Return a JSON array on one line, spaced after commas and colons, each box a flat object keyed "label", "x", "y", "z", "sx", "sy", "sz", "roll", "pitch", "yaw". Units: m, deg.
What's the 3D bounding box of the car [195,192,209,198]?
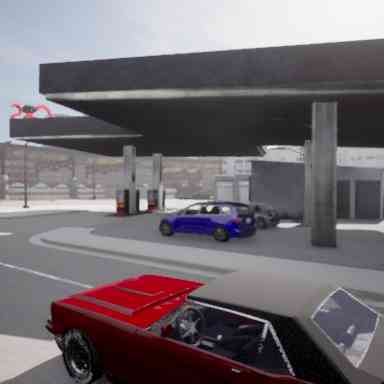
[{"label": "car", "x": 1.513, "y": 0.986, "z": 82.910, "sx": 5.566, "sy": 2.045, "sz": 2.150, "roll": 0, "pitch": 0, "yaw": -9}]

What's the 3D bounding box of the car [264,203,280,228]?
[{"label": "car", "x": 3.323, "y": 1.409, "z": 20.484, "sx": 3.806, "sy": 1.475, "sz": 1.970, "roll": 0, "pitch": 0, "yaw": 36}]

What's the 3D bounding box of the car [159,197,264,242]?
[{"label": "car", "x": 0.607, "y": 1.252, "z": 15.364, "sx": 4.611, "sy": 1.667, "sz": 2.242, "roll": 0, "pitch": 0, "yaw": 36}]

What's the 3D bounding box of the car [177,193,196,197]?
[{"label": "car", "x": -2.006, "y": 1.311, "z": 78.730, "sx": 4.181, "sy": 1.385, "sz": 1.994, "roll": 0, "pitch": 0, "yaw": -13}]

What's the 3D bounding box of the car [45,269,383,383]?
[{"label": "car", "x": 0.454, "y": 1.592, "z": 3.669, "sx": 4.718, "sy": 1.301, "sz": 1.895, "roll": 0, "pitch": 0, "yaw": 36}]
